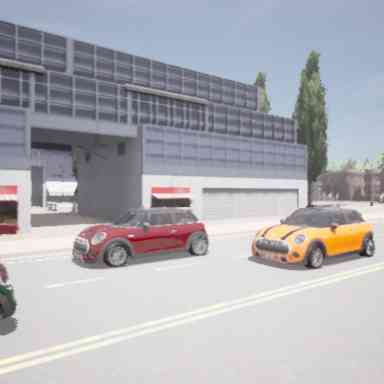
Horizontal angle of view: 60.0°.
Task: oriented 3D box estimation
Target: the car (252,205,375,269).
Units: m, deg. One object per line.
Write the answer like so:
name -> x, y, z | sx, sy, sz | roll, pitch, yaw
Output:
car -> 4.148, 1.343, 11.225 | 4.553, 1.767, 2.097 | 0, 0, -35

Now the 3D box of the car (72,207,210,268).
car -> -1.642, 1.347, 11.406 | 4.553, 1.767, 2.097 | 0, 0, -35

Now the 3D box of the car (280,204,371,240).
car -> 7.167, 1.478, 17.632 | 4.902, 1.511, 2.128 | 0, 0, -35

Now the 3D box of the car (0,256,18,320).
car -> -5.083, 1.352, 4.663 | 4.553, 1.767, 2.097 | 0, 0, -35
